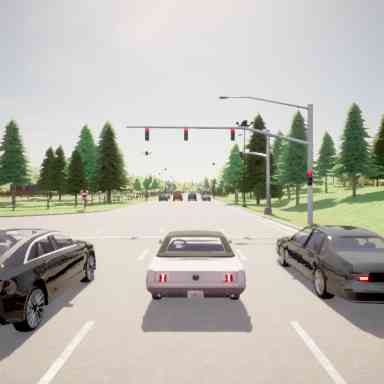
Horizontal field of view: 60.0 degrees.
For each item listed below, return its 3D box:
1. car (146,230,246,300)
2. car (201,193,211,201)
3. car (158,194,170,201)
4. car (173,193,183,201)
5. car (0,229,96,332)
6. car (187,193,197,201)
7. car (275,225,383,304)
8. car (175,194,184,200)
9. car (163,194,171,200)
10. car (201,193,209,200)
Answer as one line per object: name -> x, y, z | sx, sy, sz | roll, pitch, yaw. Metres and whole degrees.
car -> 0.085, 1.601, 8.343 | 1.895, 1.301, 4.718 | 0, 0, 0
car -> 3.558, 1.517, 80.612 | 2.128, 1.511, 4.902 | 0, 0, 0
car -> -6.942, 1.347, 81.006 | 2.097, 1.767, 4.553 | 0, 0, 0
car -> -3.442, 1.217, 80.647 | 2.150, 2.045, 5.566 | 0, 0, 0
car -> -3.425, 1.492, 6.805 | 2.128, 1.511, 4.902 | 0, 0, 0
car -> 0.058, 1.217, 80.644 | 2.150, 2.045, 5.566 | 0, 0, 0
car -> 3.586, 1.547, 8.369 | 2.033, 1.411, 5.357 | 0, 0, 0
car -> -3.434, 1.357, 91.037 | 2.128, 1.511, 4.902 | 0, 0, 0
car -> -6.934, 1.332, 91.039 | 1.837, 1.490, 4.892 | 0, 0, 0
car -> 3.566, 1.187, 91.002 | 2.097, 1.767, 4.553 | 0, 0, 0
